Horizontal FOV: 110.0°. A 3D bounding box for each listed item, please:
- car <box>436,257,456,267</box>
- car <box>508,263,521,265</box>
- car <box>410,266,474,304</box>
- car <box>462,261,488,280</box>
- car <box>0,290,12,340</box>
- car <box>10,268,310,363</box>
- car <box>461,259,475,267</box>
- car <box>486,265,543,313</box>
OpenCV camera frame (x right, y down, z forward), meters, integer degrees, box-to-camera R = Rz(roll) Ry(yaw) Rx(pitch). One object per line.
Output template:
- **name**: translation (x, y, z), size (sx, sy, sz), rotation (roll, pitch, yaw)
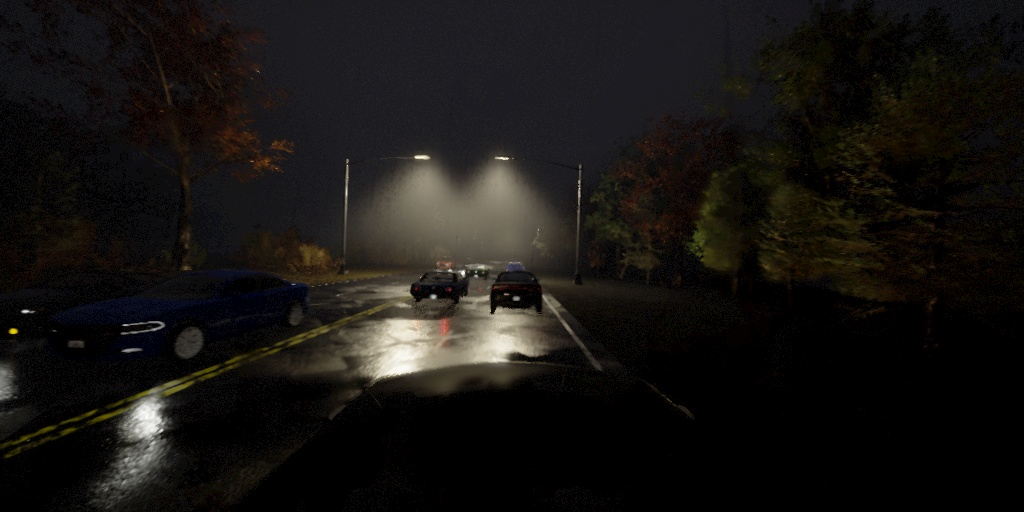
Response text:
- **car**: translation (-9.458, 0.995, 51.745), size (2.097, 1.767, 4.553), rotation (2, 0, 1)
- **car**: translation (0.276, 1.418, 34.676), size (1.812, 1.442, 4.674), rotation (0, 0, 1)
- **car**: translation (-3.089, 1.335, 16.392), size (1.895, 1.301, 4.718), rotation (2, 0, 0)
- **car**: translation (-2.994, 1.395, 32.207), size (1.895, 1.301, 4.718), rotation (2, 0, 0)
- **car**: translation (-9.810, 1.045, 8.531), size (1.994, 1.385, 4.181), rotation (2, 0, 0)
- **car**: translation (-6.562, 1.063, 7.910), size (1.882, 1.535, 5.008), rotation (2, 0, 0)
- **car**: translation (-6.208, 1.243, 52.118), size (2.128, 1.511, 4.902), rotation (2, 0, 1)
- **car**: translation (0.156, 1.301, 14.452), size (1.882, 1.535, 5.008), rotation (1, -1, 0)
